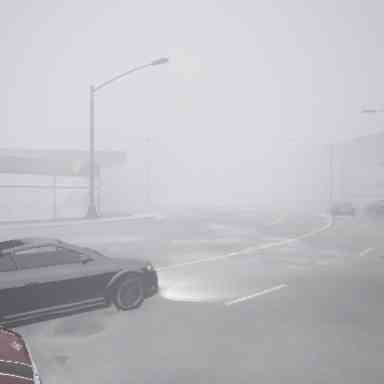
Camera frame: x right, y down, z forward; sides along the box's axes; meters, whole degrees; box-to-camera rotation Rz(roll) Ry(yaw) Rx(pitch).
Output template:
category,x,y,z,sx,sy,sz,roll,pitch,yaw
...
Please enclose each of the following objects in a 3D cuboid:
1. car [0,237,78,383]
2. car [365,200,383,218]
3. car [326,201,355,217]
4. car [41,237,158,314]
category,x,y,z,sx,sy,sz,roll,pitch,yaw
car,-3.205,1.351,1.708,4.553,1.767,2.097,0,0,-33
car,17.268,1.477,30.239,1.882,1.535,5.008,0,0,14
car,14.013,1.564,31.546,1.994,1.385,4.181,0,0,14
car,-2.745,1.564,6.297,4.181,1.385,1.994,0,0,-37
